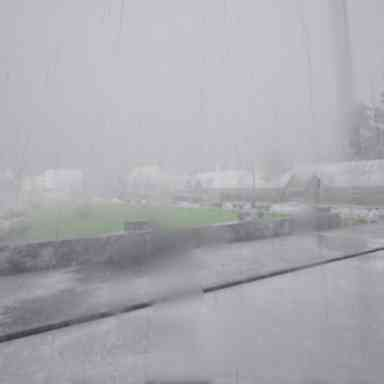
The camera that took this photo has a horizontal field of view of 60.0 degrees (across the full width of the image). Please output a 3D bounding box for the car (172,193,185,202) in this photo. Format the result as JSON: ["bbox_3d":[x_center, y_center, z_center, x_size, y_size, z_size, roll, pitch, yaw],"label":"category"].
[{"bbox_3d":[-1.661,0.973,57.630,1.882,1.535,5.008,-1,1,-35],"label":"car"}]

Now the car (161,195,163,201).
[{"bbox_3d":[-7.587,0.973,65.862,1.882,1.535,5.008,-1,1,-35],"label":"car"}]

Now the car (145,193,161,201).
[{"bbox_3d":[-7.940,0.829,59.462,1.994,1.385,4.181,-1,1,-35],"label":"car"}]

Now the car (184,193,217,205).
[{"bbox_3d":[1.423,1.065,46.174,1.837,1.490,4.892,-1,1,-35],"label":"car"}]
